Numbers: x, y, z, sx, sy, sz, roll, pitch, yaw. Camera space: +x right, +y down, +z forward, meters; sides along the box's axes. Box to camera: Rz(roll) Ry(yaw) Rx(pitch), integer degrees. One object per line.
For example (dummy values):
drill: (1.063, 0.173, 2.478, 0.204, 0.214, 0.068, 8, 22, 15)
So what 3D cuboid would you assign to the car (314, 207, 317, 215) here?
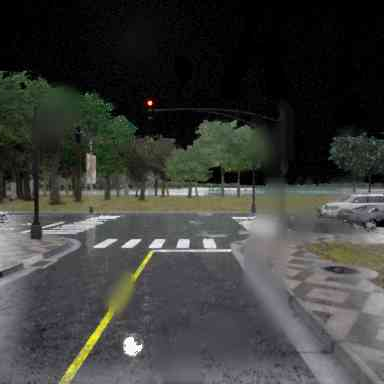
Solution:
car: (13.334, 1.322, 29.575, 4.553, 1.767, 2.097, 0, 0, 0)

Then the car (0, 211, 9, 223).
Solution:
car: (-15.190, 1.520, 23.007, 4.674, 1.442, 1.812, 1, 0, 2)

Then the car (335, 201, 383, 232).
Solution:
car: (11.530, 1.511, 19.735, 4.902, 1.511, 2.128, 0, 0, 0)

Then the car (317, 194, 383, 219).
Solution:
car: (13.305, 1.207, 26.325, 5.566, 2.045, 2.150, 0, 0, 0)
